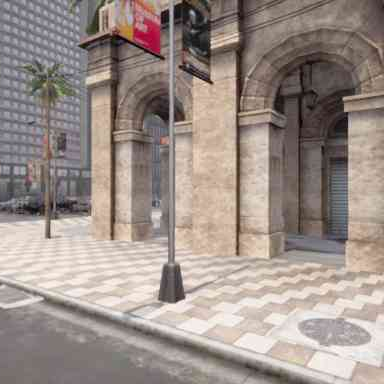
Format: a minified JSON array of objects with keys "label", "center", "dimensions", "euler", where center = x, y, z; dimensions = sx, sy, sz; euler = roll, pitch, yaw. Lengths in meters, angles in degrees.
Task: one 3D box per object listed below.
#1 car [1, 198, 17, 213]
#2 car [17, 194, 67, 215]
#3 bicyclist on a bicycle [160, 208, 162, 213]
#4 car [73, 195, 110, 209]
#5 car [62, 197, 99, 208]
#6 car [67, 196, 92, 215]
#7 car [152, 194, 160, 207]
[{"label":"car","center":[-17.418,1.555,35.396],"dimensions":[1.994,1.385,4.181],"euler":[0,0,36]},{"label":"car","center":[-14.088,1.214,33.692],"dimensions":[2.150,2.045,5.566],"euler":[0,0,36]},{"label":"bicyclist on a bicycle","center":[-2.370,1.296,31.537],"dimensions":[1.656,1.620,0.582],"euler":[0,0,36]},{"label":"car","center":[-13.915,1.343,46.300],"dimensions":[2.097,1.767,4.553],"euler":[0,0,35]},{"label":"car","center":[-16.192,1.503,48.434],"dimensions":[2.161,1.482,4.786],"euler":[0,0,35]},{"label":"car","center":[-9.697,1.485,33.813],"dimensions":[2.128,1.511,4.902],"euler":[0,0,36]},{"label":"car","center":[-6.846,1.496,50.151],"dimensions":[1.837,1.490,4.892],"euler":[0,0,36]}]
